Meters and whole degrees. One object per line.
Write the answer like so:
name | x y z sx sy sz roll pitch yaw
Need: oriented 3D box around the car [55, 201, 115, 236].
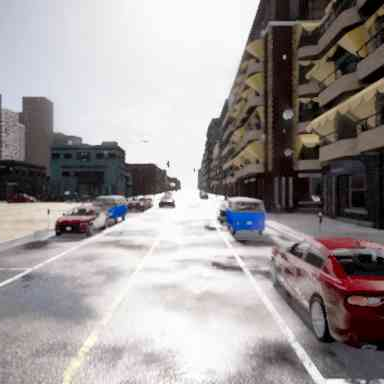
car | -5.647 1.411 17.463 1.887 1.381 4.507 1 0 0

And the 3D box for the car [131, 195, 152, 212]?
car | -5.646 1.170 34.400 1.967 1.590 4.097 1 0 0

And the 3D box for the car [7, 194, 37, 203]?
car | -26.379 1.075 51.812 4.097 1.590 1.967 0 0 1

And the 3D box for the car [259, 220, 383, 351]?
car | 2.701 1.498 6.206 1.887 1.381 4.507 1 0 0

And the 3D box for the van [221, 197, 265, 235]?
van | 2.704 1.208 17.495 1.690 1.788 3.998 1 0 0

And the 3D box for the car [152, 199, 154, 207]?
car | -5.648 1.228 40.046 1.887 1.381 4.507 1 0 0

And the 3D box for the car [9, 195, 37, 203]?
car | -30.681 1.290 60.510 4.206 1.307 1.802 0 0 1

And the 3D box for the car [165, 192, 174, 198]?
car | -5.682 0.842 83.689 1.887 1.381 4.507 1 1 0

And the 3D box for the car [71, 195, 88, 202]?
car | -19.720 1.209 60.360 4.403 1.369 2.008 0 0 1

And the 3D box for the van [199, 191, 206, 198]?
van | 2.701 0.586 89.305 1.690 1.788 3.998 1 1 0

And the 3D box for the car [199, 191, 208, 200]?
car | 2.699 0.950 72.565 2.008 1.369 4.403 1 1 0

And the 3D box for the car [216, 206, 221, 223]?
car | 2.700 1.388 23.143 1.947 1.339 4.313 1 0 0

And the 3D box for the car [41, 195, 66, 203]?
car | -25.201 1.249 60.435 4.313 1.339 1.947 0 0 1

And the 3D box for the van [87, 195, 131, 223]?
van | -5.644 1.163 23.107 1.690 1.788 3.998 1 0 0

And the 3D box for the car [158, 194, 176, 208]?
car | -3.023 1.238 41.311 1.994 1.385 4.181 0 0 0

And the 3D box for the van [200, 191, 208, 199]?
van | 2.701 0.689 78.142 1.690 1.788 3.998 1 1 0
